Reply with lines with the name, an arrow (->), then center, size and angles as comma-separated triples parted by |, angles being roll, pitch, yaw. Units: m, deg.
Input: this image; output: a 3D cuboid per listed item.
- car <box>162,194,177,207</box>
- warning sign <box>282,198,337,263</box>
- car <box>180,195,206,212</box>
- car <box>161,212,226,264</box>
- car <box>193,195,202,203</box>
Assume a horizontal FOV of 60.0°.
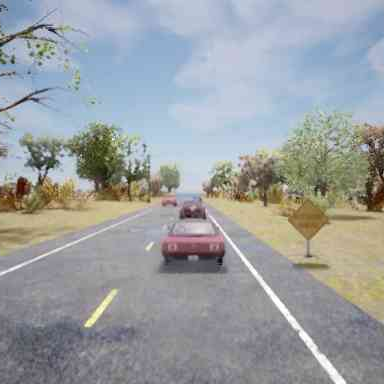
car -> -3.563, 1.306, 53.100 | 2.150, 2.045, 5.566 | 0, 0, 0
warning sign -> 3.545, 1.121, 10.160 | 1.300, 1.860, 1.060 | 0, 0, 0
car -> 0.070, 1.379, 27.930 | 2.097, 1.767, 4.553 | 0, 0, 0
car -> 0.062, 1.608, 11.763 | 1.895, 1.301, 4.718 | 0, 0, 0
car -> 1.226, 1.519, 75.126 | 2.097, 1.767, 4.553 | 0, 0, 0
